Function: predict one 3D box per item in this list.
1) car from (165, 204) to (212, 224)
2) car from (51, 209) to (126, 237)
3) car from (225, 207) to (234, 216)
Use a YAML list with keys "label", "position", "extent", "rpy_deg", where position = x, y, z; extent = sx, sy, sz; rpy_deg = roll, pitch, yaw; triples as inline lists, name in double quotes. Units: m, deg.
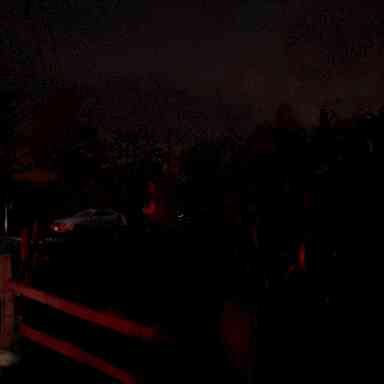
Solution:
- label: "car"
  position: [-0.202, 1.829, 27.854]
  extent: [1.837, 1.490, 4.892]
  rpy_deg: [0, -1, 36]
- label: "car"
  position: [-5.998, 1.736, 19.879]
  extent: [1.812, 1.442, 4.674]
  rpy_deg: [0, -1, 35]
- label: "car"
  position: [5.319, 1.933, 35.391]
  extent: [1.837, 1.490, 4.892]
  rpy_deg: [0, 0, 36]
